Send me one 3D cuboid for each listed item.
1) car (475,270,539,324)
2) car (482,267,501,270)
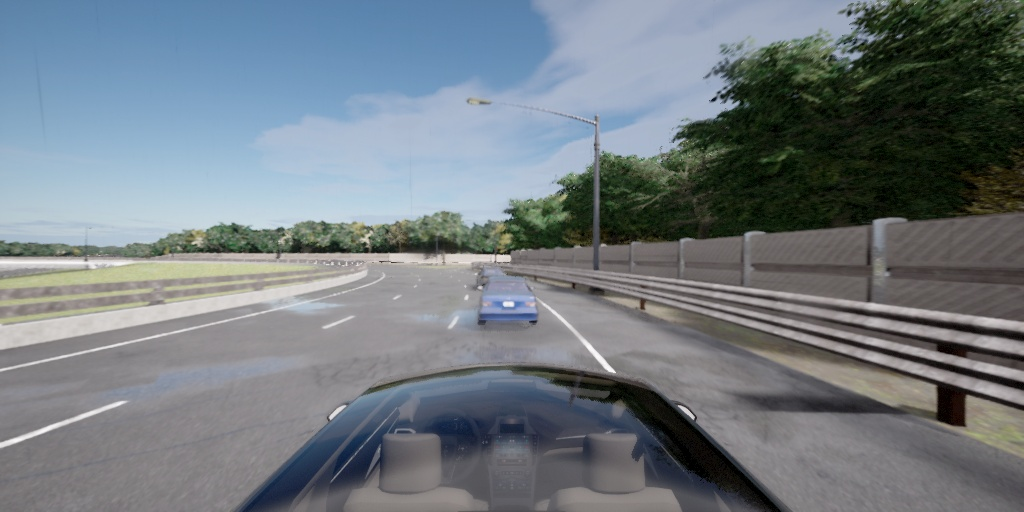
[{"bbox_3d":[-0.200,1.390,12.325,2.033,1.411,5.357,1,-1,-2],"label":"car"},{"bbox_3d":[-1.473,1.489,24.845,2.033,1.411,5.357,1,-1,-10],"label":"car"}]
